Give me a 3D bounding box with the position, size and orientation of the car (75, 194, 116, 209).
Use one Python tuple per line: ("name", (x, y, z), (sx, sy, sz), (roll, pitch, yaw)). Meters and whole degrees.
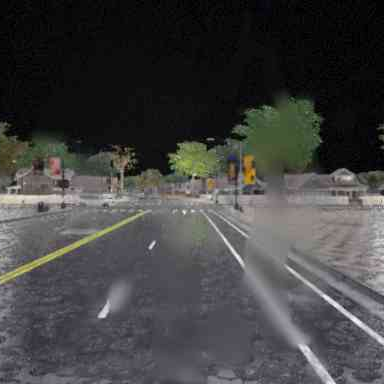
("car", (-13.467, 1.368, 46.509), (5.566, 2.045, 2.150), (0, 0, 2))
